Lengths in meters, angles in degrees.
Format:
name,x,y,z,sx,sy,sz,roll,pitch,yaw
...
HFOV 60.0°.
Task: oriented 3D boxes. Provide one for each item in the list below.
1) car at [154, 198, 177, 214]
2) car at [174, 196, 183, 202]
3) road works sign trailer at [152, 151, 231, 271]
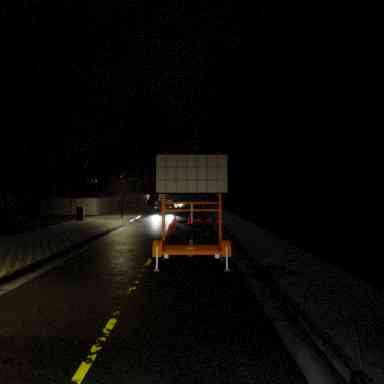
name,x,y,z,sx,sy,sz,roll,pitch,yaw
car,-2.869,1.609,34.947,1.895,1.301,4.718,0,0,0
car,-2.784,1.523,66.508,2.128,1.511,4.902,0,0,0
road works sign trailer,-0.005,0.464,10.853,2.380,3.560,2.880,0,0,0
